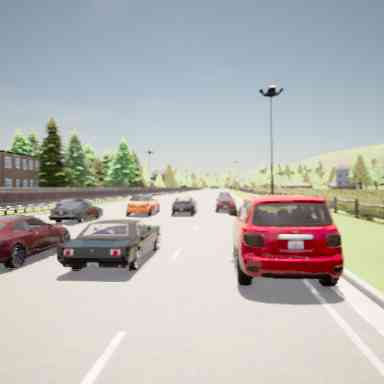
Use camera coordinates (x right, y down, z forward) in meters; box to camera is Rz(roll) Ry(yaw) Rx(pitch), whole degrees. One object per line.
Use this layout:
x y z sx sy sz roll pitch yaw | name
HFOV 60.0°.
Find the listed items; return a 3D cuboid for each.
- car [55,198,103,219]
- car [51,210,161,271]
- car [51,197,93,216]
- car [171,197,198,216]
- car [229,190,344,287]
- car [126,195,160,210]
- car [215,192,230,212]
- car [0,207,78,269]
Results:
-8.061 1.368 23.601 2.033 1.411 5.357 -1 1 5 | car
-2.260 1.500 10.495 1.895 1.301 4.718 -1 1 5 | car
-10.917 1.301 30.617 1.812 1.442 4.674 -1 1 5 | car
-0.580 1.135 28.396 2.128 1.511 4.902 -1 1 5 | car
2.245 1.071 9.059 2.150 2.045 5.566 -1 1 5 | car
-4.088 1.049 28.482 2.097 1.767 4.553 -1 1 5 | car
3.168 1.072 31.425 1.812 1.442 4.674 -1 1 6 | car
-5.742 1.474 10.858 1.812 1.442 4.674 -1 1 5 | car
